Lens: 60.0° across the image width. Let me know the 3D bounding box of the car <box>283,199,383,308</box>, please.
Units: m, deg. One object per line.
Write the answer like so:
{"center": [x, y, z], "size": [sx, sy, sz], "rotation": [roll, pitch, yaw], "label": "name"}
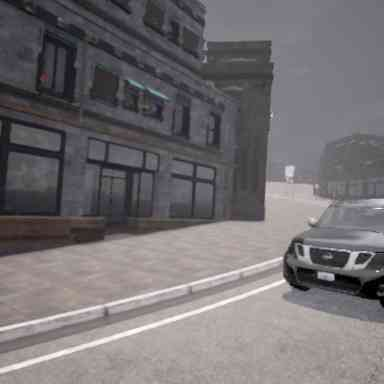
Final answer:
{"center": [4.407, 1.225, 8.312], "size": [2.150, 2.045, 5.566], "rotation": [1, 1, 43], "label": "car"}
